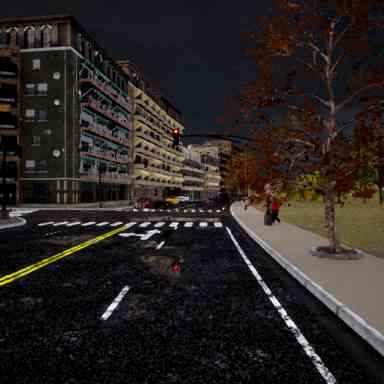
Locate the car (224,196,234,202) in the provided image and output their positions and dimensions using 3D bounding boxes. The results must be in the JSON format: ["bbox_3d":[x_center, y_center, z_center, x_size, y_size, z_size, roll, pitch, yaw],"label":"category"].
[{"bbox_3d":[9.814,1.871,88.711,2.128,1.511,4.902,0,0,13],"label":"car"}]

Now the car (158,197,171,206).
[{"bbox_3d":[-5.615,1.782,58.256,1.895,1.301,4.718,0,0,8],"label":"car"}]

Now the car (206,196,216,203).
[{"bbox_3d":[4.455,1.835,78.842,2.128,1.511,4.902,0,0,11],"label":"car"}]

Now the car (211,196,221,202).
[{"bbox_3d":[6.545,1.816,88.990,1.882,1.535,5.008,0,0,13],"label":"car"}]

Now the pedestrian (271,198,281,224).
[{"bbox_3d":[5.353,1.167,21.489,0.375,1.860,0.375,0,0,3],"label":"pedestrian"}]

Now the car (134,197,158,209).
[{"bbox_3d":[-6.895,1.478,48.257,2.097,1.767,4.553,0,0,7],"label":"car"}]

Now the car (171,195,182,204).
[{"bbox_3d":[-4.010,1.717,68.431,1.882,1.535,5.008,0,0,9],"label":"car"}]

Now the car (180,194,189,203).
[{"bbox_3d":[-2.159,1.528,78.840,2.150,2.045,5.566,0,0,10],"label":"car"}]

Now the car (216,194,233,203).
[{"bbox_3d":[7.661,1.534,78.300,2.150,2.045,5.566,0,0,11],"label":"car"}]
